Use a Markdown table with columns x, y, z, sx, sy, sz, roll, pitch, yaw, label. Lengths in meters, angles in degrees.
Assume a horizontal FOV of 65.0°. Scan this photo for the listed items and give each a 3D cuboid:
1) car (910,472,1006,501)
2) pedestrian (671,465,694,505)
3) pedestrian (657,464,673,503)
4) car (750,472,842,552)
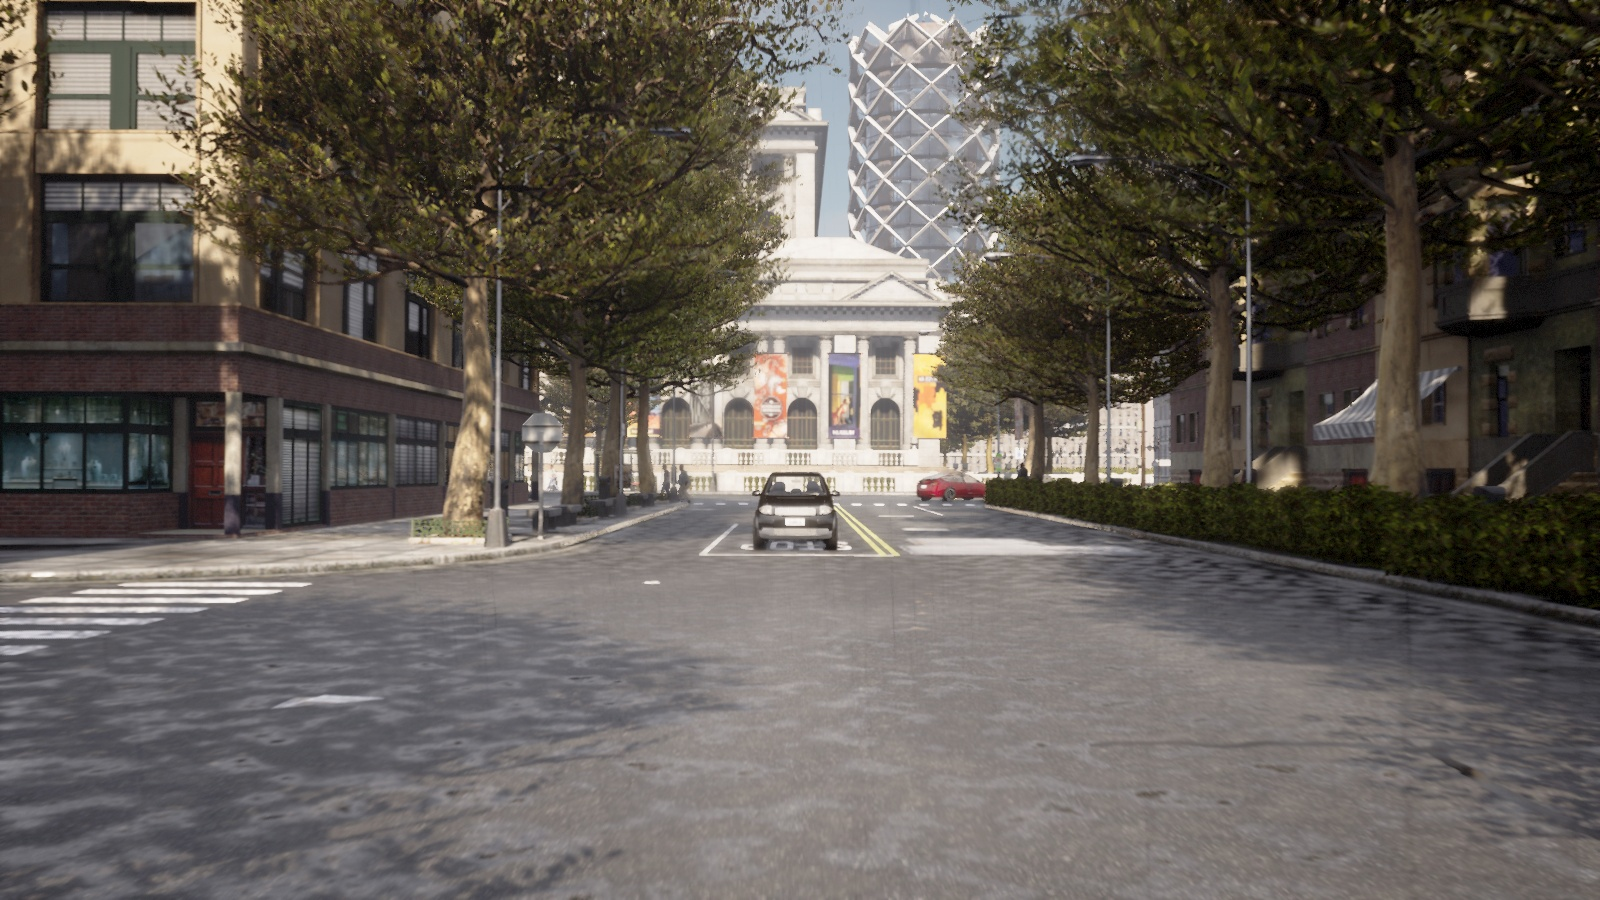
| x | y | z | sx | sy | sz | roll | pitch | yaw | label |
| --- | --- | --- | --- | --- | --- | --- | --- | --- | --- |
| 8.326 | 1.884 | 65.885 | 4.792 | 1.488 | 2.163 | 0 | -1 | -35 | car |
| -5.450 | 1.609 | 58.238 | 0.900 | 1.855 | 0.874 | 0 | -1 | -19 | pedestrian |
| -6.425 | 1.604 | 59.645 | 0.706 | 1.836 | 0.354 | 0 | -1 | 3 | pedestrian |
| -0.072 | 1.233 | 26.226 | 1.789 | 1.549 | 3.705 | 0 | -1 | 0 | car |
